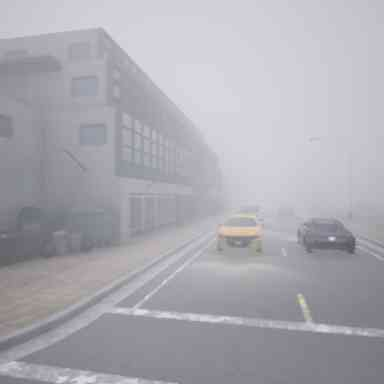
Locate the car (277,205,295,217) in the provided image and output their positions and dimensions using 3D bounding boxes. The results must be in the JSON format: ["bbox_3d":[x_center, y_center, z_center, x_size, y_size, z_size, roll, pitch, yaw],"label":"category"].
[{"bbox_3d":[11.597,2.263,40.998,2.033,1.411,5.357,0,-1,13],"label":"car"}]

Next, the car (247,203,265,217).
[{"bbox_3d":[8.087,2.236,41.756,2.128,1.511,4.902,0,-1,13],"label":"car"}]

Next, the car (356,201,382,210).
[{"bbox_3d":[28.474,2.236,53.563,3.633,1.501,1.845,0,-1,12],"label":"car"}]

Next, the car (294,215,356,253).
[{"bbox_3d":[6.059,1.877,15.319,1.994,1.385,4.181,0,-1,12],"label":"car"}]

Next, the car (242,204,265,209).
[{"bbox_3d":[4.787,1.863,26.833,2.097,1.767,4.553,0,-1,13],"label":"car"}]

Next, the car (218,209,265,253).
[{"bbox_3d":[2.396,1.816,15.816,1.882,1.535,5.008,0,-1,12],"label":"car"}]
